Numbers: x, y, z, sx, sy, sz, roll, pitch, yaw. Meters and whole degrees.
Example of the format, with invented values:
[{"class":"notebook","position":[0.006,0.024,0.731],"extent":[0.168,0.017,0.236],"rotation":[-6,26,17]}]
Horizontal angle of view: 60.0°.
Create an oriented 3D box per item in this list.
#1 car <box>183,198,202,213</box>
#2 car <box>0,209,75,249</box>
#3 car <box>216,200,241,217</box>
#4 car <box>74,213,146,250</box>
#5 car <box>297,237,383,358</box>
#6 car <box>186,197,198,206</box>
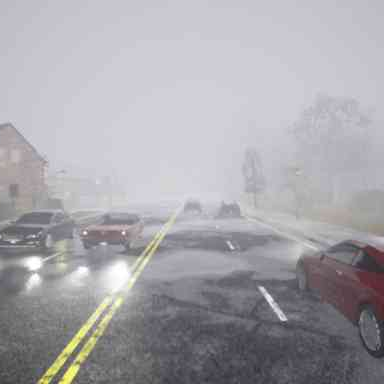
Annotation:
[{"class":"car","position":[0.090,1.476,36.592],"extent":[2.128,1.511,4.902],"rotation":[0,0,0]},{"class":"car","position":[-6.503,1.562,14.515],"extent":[1.837,1.490,4.892],"rotation":[0,0,0]},{"class":"car","position":[3.343,1.482,30.933],"extent":[2.128,1.511,4.902],"rotation":[0,0,0]},{"class":"car","position":[-3.254,1.603,14.486],"extent":[1.895,1.301,4.718],"rotation":[0,0,0]},{"class":"car","position":[3.349,1.526,5.879],"extent":[1.812,1.442,4.674],"rotation":[0,0,0]},{"class":"car","position":[-0.007,1.570,53.782],"extent":[1.895,1.301,4.718],"rotation":[0,0,0]}]
